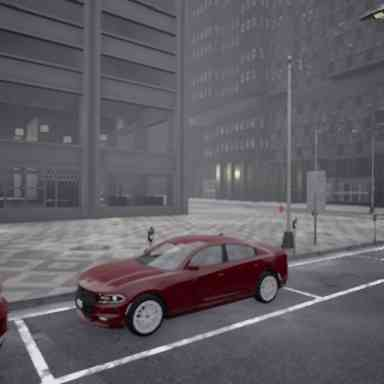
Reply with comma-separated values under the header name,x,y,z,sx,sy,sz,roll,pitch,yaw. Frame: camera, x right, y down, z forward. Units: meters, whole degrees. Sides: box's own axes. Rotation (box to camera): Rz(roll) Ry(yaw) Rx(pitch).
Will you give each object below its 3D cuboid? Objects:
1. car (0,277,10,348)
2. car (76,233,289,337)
name,x,y,z,sx,sy,sz,roll,pitch,yaw
car,-4.479,1.536,3.472,4.507,1.381,1.887,0,0,-35
car,0.023,1.563,6.675,4.507,1.381,1.887,0,0,-35
